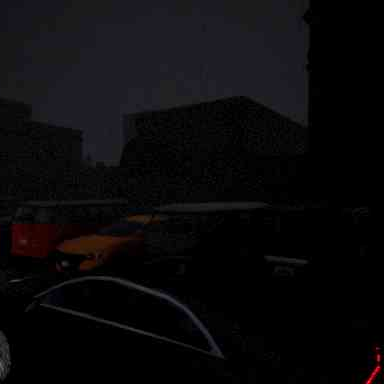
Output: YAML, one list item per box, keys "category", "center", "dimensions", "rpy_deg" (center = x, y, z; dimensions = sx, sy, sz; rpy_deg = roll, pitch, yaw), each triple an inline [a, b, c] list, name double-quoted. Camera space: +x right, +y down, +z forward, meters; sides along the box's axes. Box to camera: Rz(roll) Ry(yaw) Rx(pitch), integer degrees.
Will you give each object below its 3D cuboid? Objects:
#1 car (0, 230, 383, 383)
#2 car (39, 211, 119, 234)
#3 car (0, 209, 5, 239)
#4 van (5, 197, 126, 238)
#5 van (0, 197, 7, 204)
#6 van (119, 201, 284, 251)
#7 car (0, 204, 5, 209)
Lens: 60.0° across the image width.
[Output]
- category: "car"
  center: [-0.550, 1.491, 3.769]
  dimensions: [4.902, 1.511, 2.128]
  rpy_deg: [0, 0, 35]
- category: "car"
  center: [-1.633, 1.478, 10.121]
  dimensions: [2.097, 1.535, 5.008]
  rpy_deg: [0, 0, 35]
- category: "car"
  center: [-6.128, 1.517, 13.315]
  dimensions: [2.002, 1.452, 4.674]
  rpy_deg: [0, 0, 35]
- category: "van"
  center: [-3.814, 1.251, 11.812]
  dimensions: [1.878, 1.987, 4.442]
  rpy_deg: [0, 0, 35]
- category: "van"
  center: [-10.552, 1.252, 16.613]
  dimensions: [1.878, 1.987, 4.442]
  rpy_deg: [0, 0, 35]
- category: "van"
  center: [0.542, 1.253, 8.421]
  dimensions: [1.878, 1.987, 4.442]
  rpy_deg: [0, 0, 35]
- category: "car"
  center: [-8.480, 1.475, 14.766]
  dimensions: [1.946, 1.575, 5.366]
  rpy_deg: [0, 0, 35]
